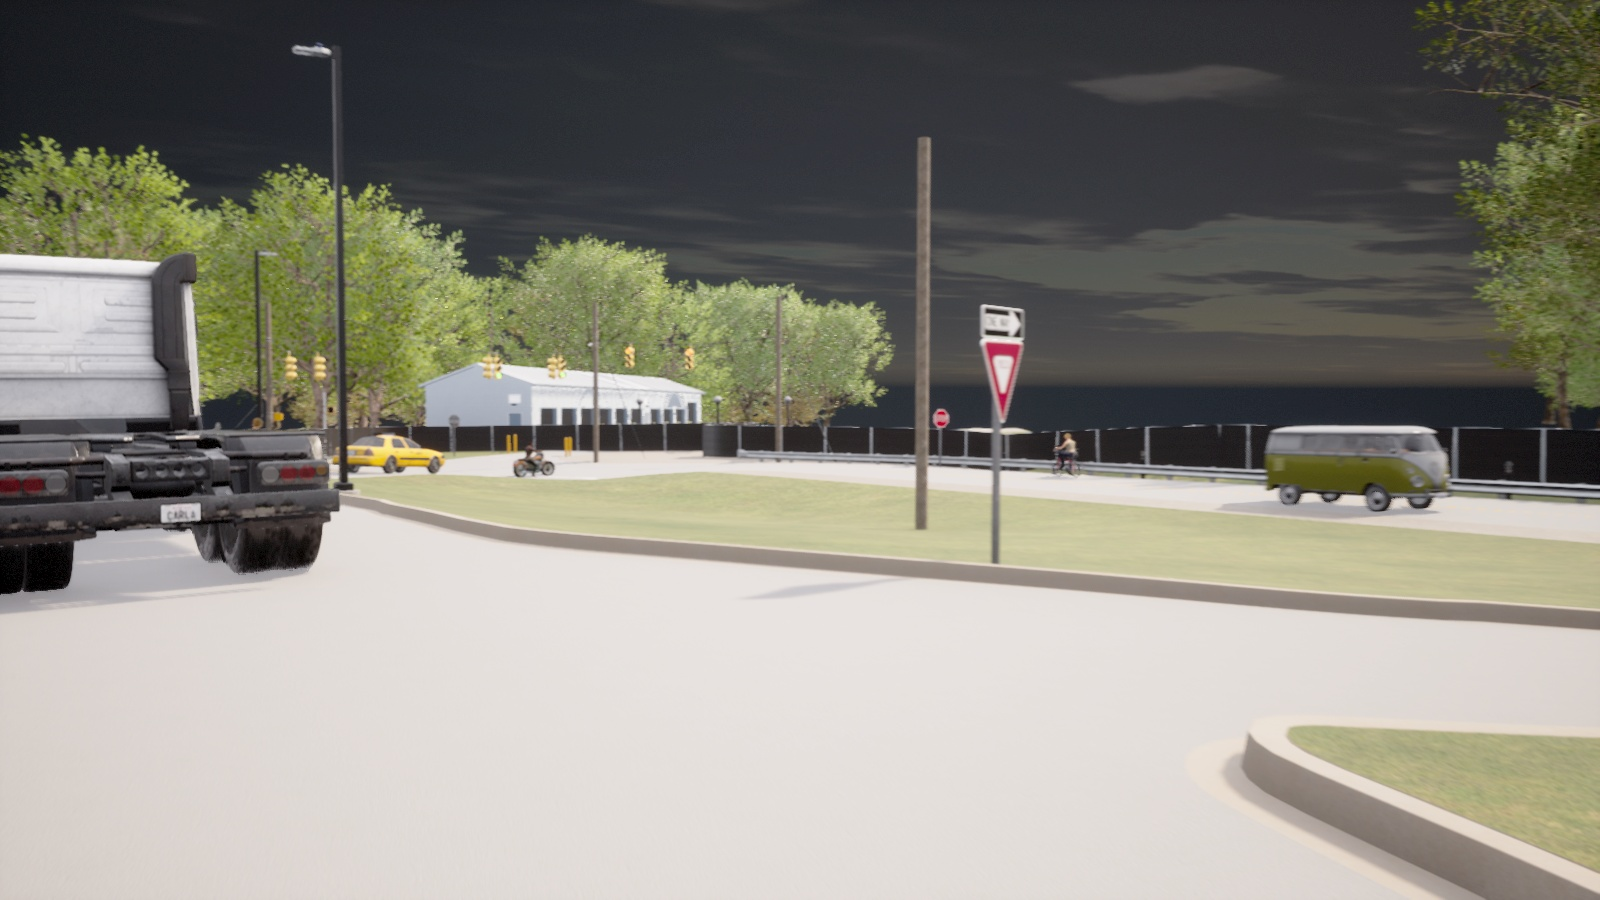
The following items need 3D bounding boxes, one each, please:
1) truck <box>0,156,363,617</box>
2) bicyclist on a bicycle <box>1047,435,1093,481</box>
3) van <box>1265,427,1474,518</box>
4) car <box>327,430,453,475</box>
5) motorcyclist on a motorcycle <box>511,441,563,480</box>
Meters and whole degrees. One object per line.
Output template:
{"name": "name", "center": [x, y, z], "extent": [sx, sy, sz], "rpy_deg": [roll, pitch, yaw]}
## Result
{"name": "truck", "center": [-7.438, -0.600, 13.334], "extent": [2.891, 3.462, 7.936], "rpy_deg": [-2, 3, -37]}
{"name": "bicyclist on a bicycle", "center": [9.747, 0.263, 45.395], "extent": [0.866, 1.612, 1.509], "rpy_deg": [-1, 2, -28]}
{"name": "van", "center": [13.587, 0.460, 30.268], "extent": [1.775, 1.987, 4.442], "rpy_deg": [-1, 2, -27]}
{"name": "car", "center": [-15.577, 0.124, 48.019], "extent": [1.801, 1.575, 5.366], "rpy_deg": [1, -1, 17]}
{"name": "motorcyclist on a motorcycle", "center": [-11.665, 0.440, 55.763], "extent": [0.766, 1.649, 2.350], "rpy_deg": [2, 3, 35]}
